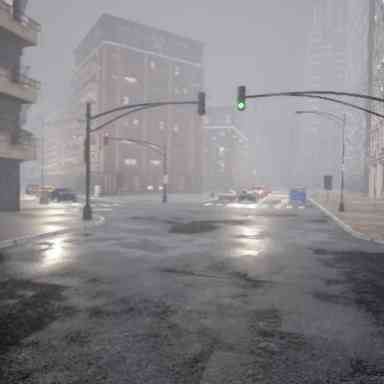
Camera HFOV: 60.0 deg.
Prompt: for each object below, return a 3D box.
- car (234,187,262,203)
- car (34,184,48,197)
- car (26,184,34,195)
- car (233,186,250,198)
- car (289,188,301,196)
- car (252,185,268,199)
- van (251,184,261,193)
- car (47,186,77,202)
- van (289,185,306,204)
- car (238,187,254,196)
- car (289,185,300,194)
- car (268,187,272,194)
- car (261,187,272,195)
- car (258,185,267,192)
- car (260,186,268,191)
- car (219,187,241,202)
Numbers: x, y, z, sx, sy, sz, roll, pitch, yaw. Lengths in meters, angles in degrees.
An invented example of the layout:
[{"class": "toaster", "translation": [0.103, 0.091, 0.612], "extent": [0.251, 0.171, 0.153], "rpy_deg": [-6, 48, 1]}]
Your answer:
[{"class": "car", "translation": [6.481, 0.466, 38.062], "extent": [1.895, 1.301, 4.718], "rpy_deg": [2, 2, 17]}, {"class": "car", "translation": [-19.089, -0.047, 43.786], "extent": [1.882, 1.535, 5.008], "rpy_deg": [0, 2, -33]}, {"class": "car", "translation": [-25.652, -0.515, 53.999], "extent": [2.097, 1.767, 4.553], "rpy_deg": [0, 2, -32]}, {"class": "car", "translation": [7.500, -0.058, 50.235], "extent": [1.967, 1.590, 4.097], "rpy_deg": [2, 2, 16]}, {"class": "car", "translation": [18.204, -0.027, 58.651], "extent": [1.887, 1.381, 4.507], "rpy_deg": [2, 2, 16]}, {"class": "car", "translation": [9.080, -0.012, 46.800], "extent": [2.097, 1.767, 4.553], "rpy_deg": [2, 2, 17]}, {"class": "van", "translation": [13.804, -0.701, 71.520], "extent": [1.690, 1.788, 3.998], "rpy_deg": [2, 2, 16]}, {"class": "car", "translation": [-13.679, 0.244, 35.423], "extent": [1.882, 1.535, 5.008], "rpy_deg": [0, 2, -33]}, {"class": "van", "translation": [11.906, 0.321, 37.355], "extent": [1.690, 1.788, 3.998], "rpy_deg": [2, 2, 16]}, {"class": "car", "translation": [9.073, -0.070, 55.562], "extent": [1.947, 1.339, 4.313], "rpy_deg": [2, 2, 16]}, {"class": "car", "translation": [22.933, -0.659, 74.613], "extent": [2.192, 1.841, 5.009], "rpy_deg": [2, 2, 16]}, {"class": "car", "translation": [11.896, -0.116, 56.230], "extent": [2.128, 1.511, 4.902], "rpy_deg": [2, 2, 17]}, {"class": "car", "translation": [14.743, -0.285, 65.692], "extent": [1.994, 1.385, 4.181], "rpy_deg": [2, 2, 16]}, {"class": "car", "translation": [18.525, -0.984, 87.488], "extent": [1.967, 1.590, 4.097], "rpy_deg": [2, 2, 16]}, {"class": "car", "translation": [20.097, -0.963, 92.816], "extent": [1.802, 1.307, 4.206], "rpy_deg": [2, 2, 16]}, {"class": "car", "translation": [4.299, 0.310, 39.430], "extent": [1.752, 1.417, 4.829], "rpy_deg": [2, 2, 16]}]
